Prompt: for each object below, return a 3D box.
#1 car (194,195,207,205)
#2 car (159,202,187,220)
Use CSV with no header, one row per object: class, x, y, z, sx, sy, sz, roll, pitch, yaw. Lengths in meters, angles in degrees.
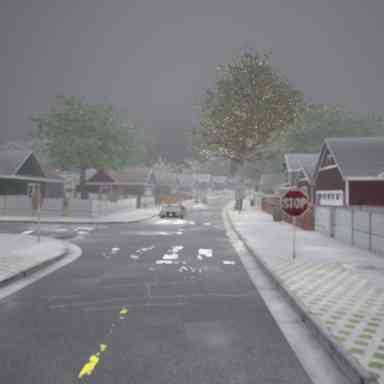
car,1.534,1.284,56.207,2.128,1.511,4.902,0,0,8
car,-1.523,1.584,28.205,1.994,1.385,4.181,0,1,4
